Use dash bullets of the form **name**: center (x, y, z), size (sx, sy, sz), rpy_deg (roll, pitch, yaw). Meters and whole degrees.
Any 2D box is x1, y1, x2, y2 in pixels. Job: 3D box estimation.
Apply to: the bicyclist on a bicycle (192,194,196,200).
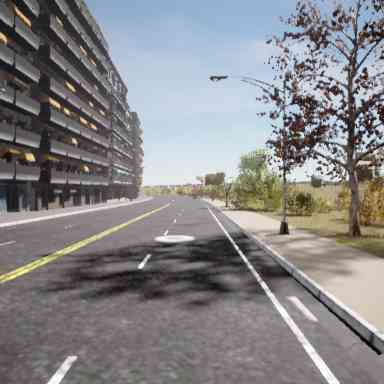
- **bicyclist on a bicycle**: center (0.863, 1.502, 90.601), size (0.582, 1.620, 1.656), rpy_deg (-1, 0, -3)
